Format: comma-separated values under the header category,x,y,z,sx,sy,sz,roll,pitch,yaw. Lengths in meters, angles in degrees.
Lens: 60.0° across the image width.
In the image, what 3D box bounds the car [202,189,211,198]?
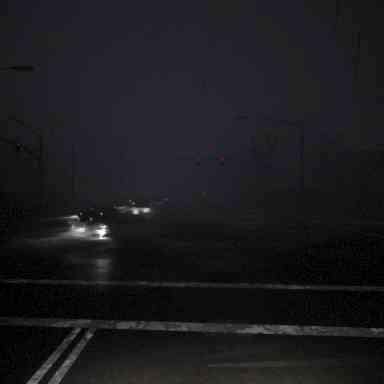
category,x,y,z,sx,sy,sz,roll,pitch,yaw
car,3.708,0.378,87.560,2.150,2.045,5.566,0,1,0

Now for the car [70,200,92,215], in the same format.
category,x,y,z,sx,sy,sz,roll,pitch,yaw
car,-10.525,1.530,32.960,1.994,1.385,4.181,0,0,0

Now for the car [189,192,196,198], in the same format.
category,x,y,z,sx,sy,sz,roll,pitch,yaw
car,0.207,0.685,87.179,1.812,1.442,4.674,0,1,0

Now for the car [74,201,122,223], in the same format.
category,x,y,z,sx,sy,sz,roll,pitch,yaw
car,-7.044,1.587,25.437,1.895,1.301,4.718,0,0,0

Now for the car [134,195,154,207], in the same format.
category,x,y,z,sx,sy,sz,roll,pitch,yaw
car,-6.989,1.451,47.319,1.895,1.301,4.718,0,1,0

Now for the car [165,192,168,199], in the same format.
category,x,y,z,sx,sy,sz,roll,pitch,yaw
car,-6.811,0.777,79.729,1.882,1.535,5.008,0,1,0

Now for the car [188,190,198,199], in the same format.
category,x,y,z,sx,sy,sz,roll,pitch,yaw
car,0.181,0.604,76.503,2.150,2.045,5.566,0,1,0

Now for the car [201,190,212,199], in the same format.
category,x,y,z,sx,sy,sz,roll,pitch,yaw
car,3.685,0.910,77.567,1.994,1.385,4.181,0,1,0

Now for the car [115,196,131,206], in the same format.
category,x,y,z,sx,sy,sz,roll,pitch,yaw
car,-10.481,1.364,50.402,2.033,1.411,5.357,0,1,0

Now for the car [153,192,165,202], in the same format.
category,x,y,z,sx,sy,sz,roll,pitch,yaw
car,-6.898,1.096,64.235,1.882,1.535,5.008,0,1,1
